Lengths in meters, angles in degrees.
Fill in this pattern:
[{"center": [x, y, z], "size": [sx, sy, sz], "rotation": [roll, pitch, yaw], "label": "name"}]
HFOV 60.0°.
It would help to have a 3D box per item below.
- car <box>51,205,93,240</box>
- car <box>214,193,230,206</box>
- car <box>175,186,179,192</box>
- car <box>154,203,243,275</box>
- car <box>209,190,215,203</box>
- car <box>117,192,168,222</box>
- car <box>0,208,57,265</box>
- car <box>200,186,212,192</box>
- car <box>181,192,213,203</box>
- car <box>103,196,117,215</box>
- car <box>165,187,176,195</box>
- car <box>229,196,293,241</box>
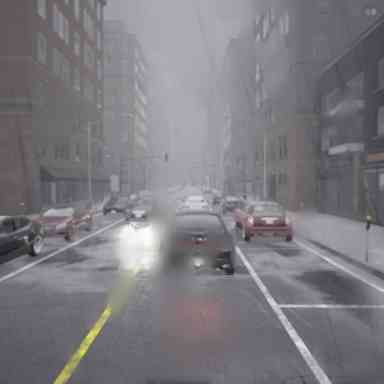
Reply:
[{"center": [-5.579, 1.230, 14.540], "size": [1.802, 1.307, 4.206], "rotation": [0, 1, 0], "label": "car"}, {"center": [3.027, 0.966, 25.476], "size": [2.008, 1.369, 4.403], "rotation": [0, 1, 0], "label": "car"}, {"center": [-5.008, -0.350, 84.444], "size": [2.008, 1.369, 4.403], "rotation": [0, 1, 1], "label": "car"}, {"center": [0.154, 1.274, 9.720], "size": [1.837, 1.490, 4.892], "rotation": [0, 1, 0], "label": "car"}, {"center": [3.109, 0.729, 36.475], "size": [1.947, 1.339, 4.313], "rotation": [0, 1, 0], "label": "car"}, {"center": [-2.955, 0.996, 20.982], "size": [2.128, 1.511, 4.902], "rotation": [0, 1, 1], "label": "car"}, {"center": [-5.620, 1.340, 9.039], "size": [1.947, 1.339, 4.313], "rotation": [0, 1, 0], "label": "car"}, {"center": [3.417, -0.212, 73.552], "size": [1.967, 1.590, 4.097], "rotation": [0, 1, 1], "label": "car"}, {"center": [0.253, 1.002, 22.516], "size": [1.812, 1.442, 4.674], "rotation": [0, 1, 0], "label": "car"}, {"center": [-5.497, 0.961, 25.538], "size": [1.947, 1.339, 4.313], "rotation": [0, 1, 0], "label": "car"}, {"center": [-5.108, -0.090, 73.631], "size": [1.802, 1.307, 4.206], "rotation": [0, 1, 1], "label": "car"}, {"center": [2.946, 1.108, 14.473], "size": [1.967, 1.590, 4.097], "rotation": [0, 1, 0], "label": "car"}]
